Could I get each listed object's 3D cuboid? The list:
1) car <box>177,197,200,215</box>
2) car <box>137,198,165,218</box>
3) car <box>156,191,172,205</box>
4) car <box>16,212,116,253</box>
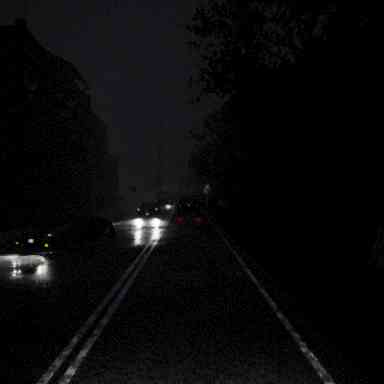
[{"bbox_3d":[-0.344,1.215,32.191,2.097,1.767,4.553,0,1,-1],"label":"car"},{"bbox_3d":[-3.721,1.488,29.554,1.895,1.301,4.718,0,1,-1],"label":"car"},{"bbox_3d":[-4.278,0.827,50.782,2.150,2.045,5.566,0,1,-2],"label":"car"},{"bbox_3d":[-5.001,1.549,13.753,1.994,1.385,4.181,-1,0,23],"label":"car"}]
